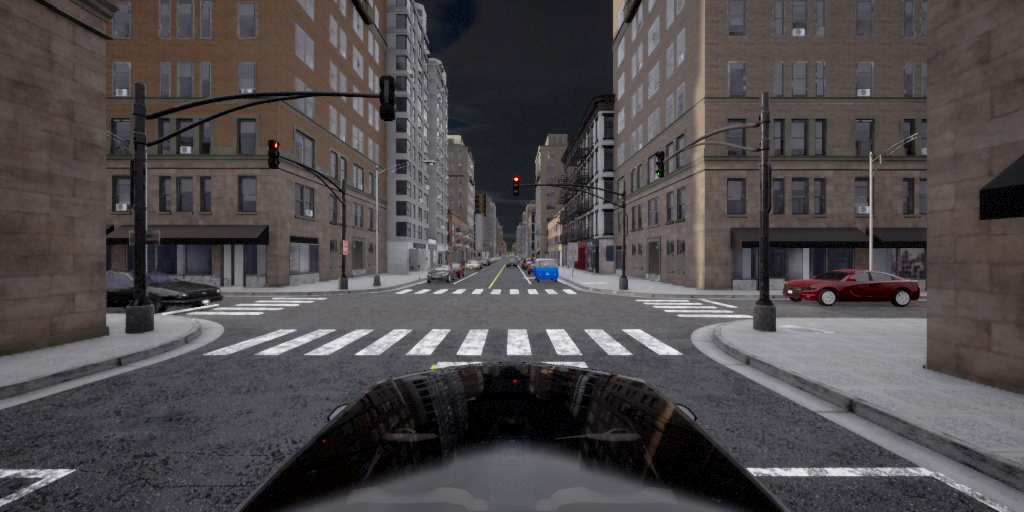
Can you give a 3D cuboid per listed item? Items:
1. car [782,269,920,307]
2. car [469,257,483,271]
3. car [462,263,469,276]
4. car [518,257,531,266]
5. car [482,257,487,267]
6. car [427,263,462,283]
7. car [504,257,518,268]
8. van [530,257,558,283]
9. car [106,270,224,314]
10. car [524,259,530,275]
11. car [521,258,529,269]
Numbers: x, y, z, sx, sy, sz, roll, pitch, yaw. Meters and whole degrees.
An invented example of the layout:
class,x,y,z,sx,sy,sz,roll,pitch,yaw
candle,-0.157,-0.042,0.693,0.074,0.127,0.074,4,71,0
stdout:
class,x,y,z,sx,sy,sz,roll,pitch,yaw
car,14.789,1.326,15.820,5.008,1.535,1.882,0,0,1
car,-5.478,1.270,50.490,1.751,1.417,4.829,0,0,0
car,-5.447,1.294,33.614,1.888,1.381,4.507,0,0,0
car,2.536,1.055,56.363,2.192,1.841,5.009,0,0,0
car,-5.489,1.306,56.342,1.948,1.339,4.313,0,0,0
car,-5.436,1.299,27.932,2.007,1.370,4.403,0,0,0
car,-0.013,1.337,61.567,1.895,1.301,4.718,0,0,0
van,2.589,1.090,27.956,1.690,1.789,3.998,0,0,0
car,-13.568,1.224,12.774,5.357,1.411,2.033,0,0,0
car,2.568,1.330,39.318,1.802,1.307,4.207,0,0,0
car,2.547,1.326,50.681,1.802,1.307,4.207,0,0,0
